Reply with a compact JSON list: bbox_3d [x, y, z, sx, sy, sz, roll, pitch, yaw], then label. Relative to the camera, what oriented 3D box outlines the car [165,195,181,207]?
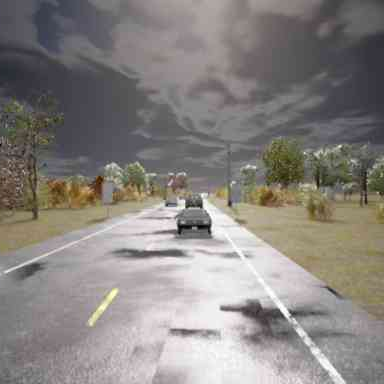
[{"bbox_3d":[-3.269,1.544,52.971,1.837,1.490,4.892,0,0,1],"label":"car"}]

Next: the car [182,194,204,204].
[{"bbox_3d":[0.278,1.252,41.257,2.150,2.045,5.566,0,0,0],"label":"car"}]

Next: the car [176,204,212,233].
[{"bbox_3d":[0.144,1.616,19.737,1.895,1.301,4.718,0,0,0],"label":"car"}]
